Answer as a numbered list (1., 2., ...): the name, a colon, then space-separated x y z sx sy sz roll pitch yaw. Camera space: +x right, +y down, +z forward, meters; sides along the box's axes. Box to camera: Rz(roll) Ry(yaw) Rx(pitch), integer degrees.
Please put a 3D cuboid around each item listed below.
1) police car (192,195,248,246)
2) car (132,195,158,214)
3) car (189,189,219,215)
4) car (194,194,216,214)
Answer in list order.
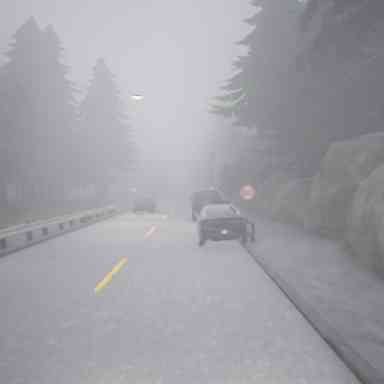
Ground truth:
1. police car: 1.137 1.177 14.434 1.930 1.638 5.238 -4 1 0
2. car: -4.148 1.099 29.917 1.837 1.490 4.892 0 0 0
3. car: 1.003 0.839 24.352 2.150 2.045 5.566 -3 1 0
4. car: 1.128 1.040 30.514 1.801 1.575 5.366 0 1 0
